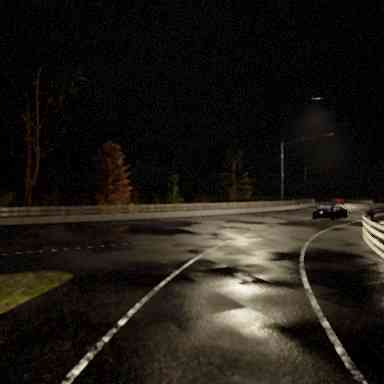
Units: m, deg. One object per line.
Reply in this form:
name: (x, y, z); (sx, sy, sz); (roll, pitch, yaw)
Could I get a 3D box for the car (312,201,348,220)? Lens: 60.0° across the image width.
car: (12.719, 1.791, 30.510); (1.994, 1.385, 4.181); (0, -1, 45)

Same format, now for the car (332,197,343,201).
car: (31.351, 1.883, 71.655); (2.097, 1.767, 4.553); (0, 0, 21)
